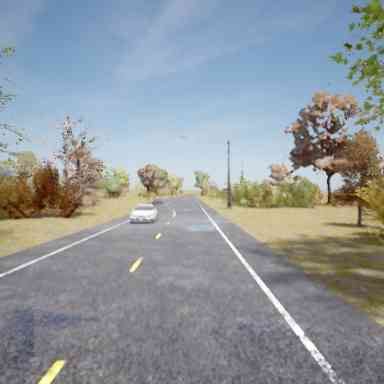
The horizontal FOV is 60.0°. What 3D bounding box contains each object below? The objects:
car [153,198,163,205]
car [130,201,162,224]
[{"bbox_3d":[-6.960,1.885,67.396,1.994,1.385,4.181,0,0,-6],"label":"car"},{"bbox_3d":[-3.694,1.679,26.258,1.812,1.442,4.674,0,0,0],"label":"car"}]
